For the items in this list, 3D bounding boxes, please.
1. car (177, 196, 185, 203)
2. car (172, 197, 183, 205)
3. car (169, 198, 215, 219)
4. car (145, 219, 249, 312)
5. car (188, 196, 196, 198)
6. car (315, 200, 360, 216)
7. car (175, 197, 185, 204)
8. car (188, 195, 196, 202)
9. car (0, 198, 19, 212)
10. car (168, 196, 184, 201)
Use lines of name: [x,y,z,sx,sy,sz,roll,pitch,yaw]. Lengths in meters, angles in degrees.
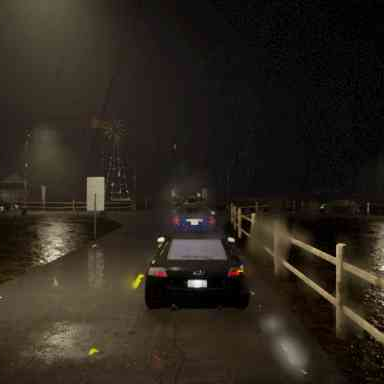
car: [-2.700,1.883,85.280,1.882,1.535,5.008,0,0,0]
car: [-2.757,1.731,65.200,1.882,1.535,5.008,0,0,1]
car: [0.100,1.380,16.680,2.097,1.767,4.553,0,0,0]
car: [0.102,1.574,7.825,1.994,1.385,4.181,0,0,0]
car: [0.046,1.871,77.697,1.812,1.442,4.674,0,0,0]
car: [16.315,1.730,37.614,4.553,1.767,2.097,1,-2,0]
car: [-2.709,1.879,75.151,1.994,1.385,4.181,0,0,0]
car: [0.058,1.849,94.657,2.097,1.767,4.553,0,-1,0]
car: [-20.292,1.292,34.000,4.892,1.490,1.837,1,-2,0]
car: [-2.813,1.681,55.396,2.128,1.511,4.902,0,0,0]
